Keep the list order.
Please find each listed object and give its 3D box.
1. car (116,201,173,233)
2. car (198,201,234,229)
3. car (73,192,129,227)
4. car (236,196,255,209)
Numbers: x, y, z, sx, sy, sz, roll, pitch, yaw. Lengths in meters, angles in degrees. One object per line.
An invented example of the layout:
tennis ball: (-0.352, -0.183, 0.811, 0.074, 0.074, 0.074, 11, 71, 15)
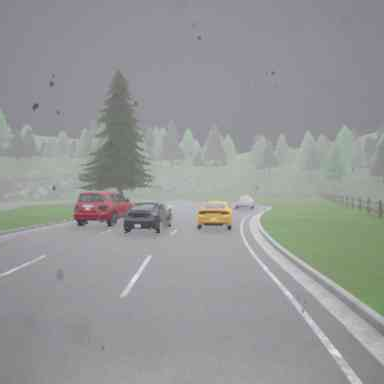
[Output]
car: (-2.290, 1.331, 18.264, 1.837, 1.490, 4.892, 0, 1, 7)
car: (1.517, 1.291, 20.280, 1.882, 1.535, 5.008, 0, 1, 9)
car: (-5.428, 1.013, 21.236, 2.150, 2.045, 5.566, 0, 1, 9)
car: (6.186, 1.180, 38.456, 1.812, 1.442, 4.674, 0, 1, 12)
